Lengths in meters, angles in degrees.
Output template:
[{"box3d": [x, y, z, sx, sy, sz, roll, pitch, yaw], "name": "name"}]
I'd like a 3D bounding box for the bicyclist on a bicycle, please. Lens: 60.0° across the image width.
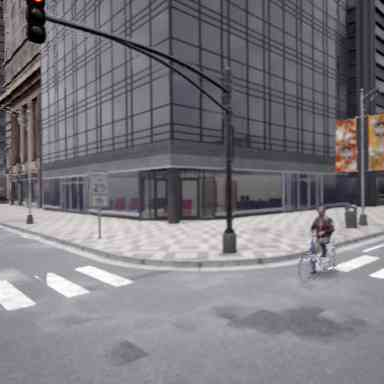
[{"box3d": [3.096, 1.253, 8.179, 1.843, 1.776, 0.659, -1, 1, -42], "name": "bicyclist on a bicycle"}]
